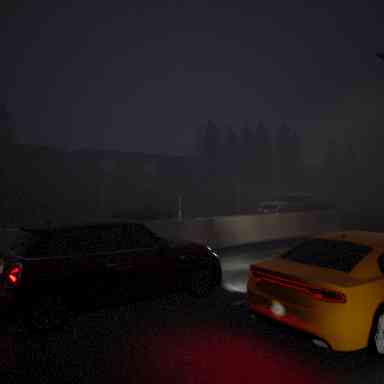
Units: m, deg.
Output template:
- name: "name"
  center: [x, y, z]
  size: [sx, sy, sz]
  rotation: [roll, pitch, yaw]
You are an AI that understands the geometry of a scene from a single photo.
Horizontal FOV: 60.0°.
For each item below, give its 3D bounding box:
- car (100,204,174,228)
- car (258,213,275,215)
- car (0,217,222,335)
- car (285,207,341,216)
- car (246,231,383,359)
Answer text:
- name: "car"
  center: [-3.710, 1.565, 22.834]
  size: [4.718, 1.301, 1.895]
  rotation: [0, 0, -36]
- name: "car"
  center: [7.835, 1.145, 26.983]
  size: [5.566, 2.045, 2.150]
  rotation: [0, 0, -37]
- name: "car"
  center: [-1.531, 1.343, 6.954]
  size: [4.553, 1.767, 2.097]
  rotation: [0, 0, -35]
- name: "car"
  center: [8.333, 1.421, 22.983]
  size: [4.902, 1.511, 2.128]
  rotation: [0, 0, -37]
- name: "car"
  center: [3.205, 1.456, 6.031]
  size: [5.008, 1.535, 1.882]
  rotation: [0, 0, -36]
